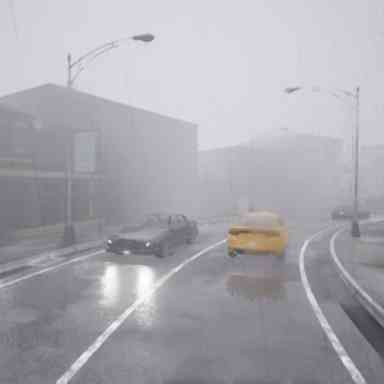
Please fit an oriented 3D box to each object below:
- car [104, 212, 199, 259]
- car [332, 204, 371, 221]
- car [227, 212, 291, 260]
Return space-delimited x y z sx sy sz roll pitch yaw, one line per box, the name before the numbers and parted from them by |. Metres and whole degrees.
car | -1.237 1.528 13.019 2.033 1.411 5.357 1 0 18
car | 14.158 1.784 29.480 4.181 1.385 1.994 1 0 -41
car | 2.706 1.515 12.847 1.882 1.535 5.008 1 0 19
